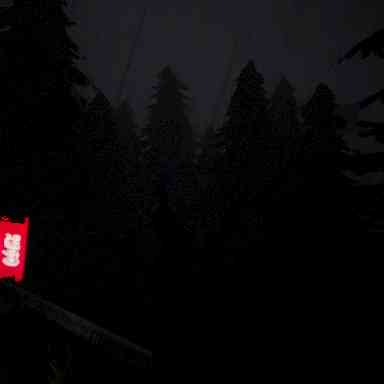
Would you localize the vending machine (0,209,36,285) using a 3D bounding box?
[{"bbox_3d":[-5.483,1.615,10.017,1.100,2.100,0.880,6,-2,-34],"label":"vending machine"}]
